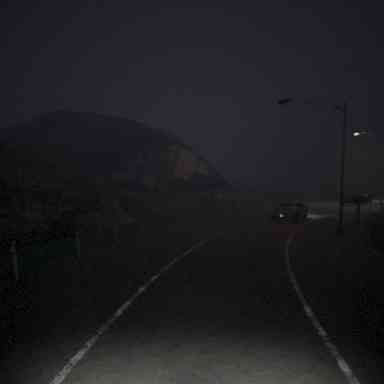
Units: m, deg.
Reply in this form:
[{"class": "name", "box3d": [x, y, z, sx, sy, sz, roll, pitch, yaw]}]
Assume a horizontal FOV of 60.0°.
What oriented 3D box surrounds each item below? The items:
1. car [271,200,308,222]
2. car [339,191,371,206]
[{"class": "car", "box3d": [7.243, 1.309, 24.569, 1.812, 1.442, 4.674, 3, 3, 30]}, {"class": "car", "box3d": [18.270, 0.613, 37.123, 4.902, 1.511, 2.128, -3, 6, -39]}]
